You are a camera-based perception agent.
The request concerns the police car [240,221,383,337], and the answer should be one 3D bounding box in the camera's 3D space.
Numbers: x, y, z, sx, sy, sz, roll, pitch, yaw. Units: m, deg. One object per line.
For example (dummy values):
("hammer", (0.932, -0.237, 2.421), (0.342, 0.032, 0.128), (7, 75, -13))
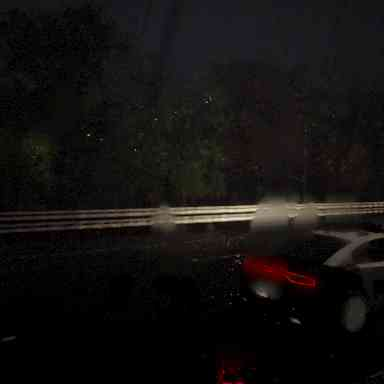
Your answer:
("police car", (3.364, 1.429, 6.735), (5.238, 1.638, 1.930), (0, 0, -31))
